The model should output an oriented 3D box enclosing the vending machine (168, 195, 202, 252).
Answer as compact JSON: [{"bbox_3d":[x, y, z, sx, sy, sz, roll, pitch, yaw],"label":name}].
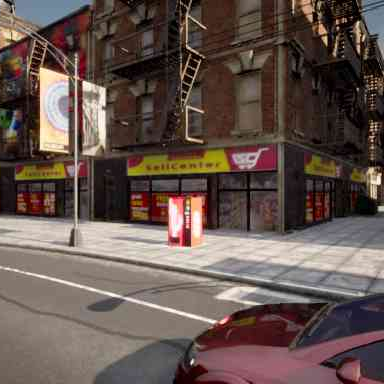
[{"bbox_3d":[-0.268,1.195,13.123,0.880,2.100,1.100,0,0,34],"label":"vending machine"}]

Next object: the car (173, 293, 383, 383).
[{"bbox_3d":[1.869,1.564,2.659,4.181,1.385,1.994,0,0,36],"label":"car"}]
